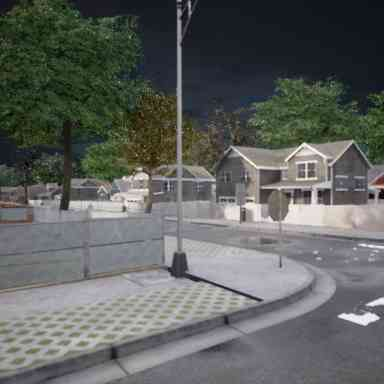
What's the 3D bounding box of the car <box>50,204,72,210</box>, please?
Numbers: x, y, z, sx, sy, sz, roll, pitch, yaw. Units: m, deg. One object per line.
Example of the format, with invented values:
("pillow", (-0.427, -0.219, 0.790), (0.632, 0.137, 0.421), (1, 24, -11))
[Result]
("car", (-16.462, 2.249, 41.844), (2.033, 1.411, 5.357), (0, -1, -36))
